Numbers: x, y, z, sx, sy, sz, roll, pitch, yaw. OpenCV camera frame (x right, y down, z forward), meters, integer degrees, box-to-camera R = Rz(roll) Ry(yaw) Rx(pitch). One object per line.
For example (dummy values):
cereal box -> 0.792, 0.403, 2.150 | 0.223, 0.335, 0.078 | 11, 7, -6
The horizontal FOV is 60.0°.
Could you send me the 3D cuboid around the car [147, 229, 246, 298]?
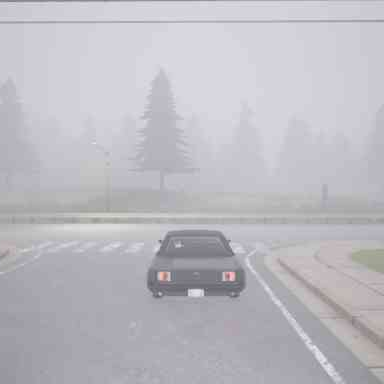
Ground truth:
car -> 0.070, 1.601, 8.444 | 1.895, 1.301, 4.718 | 0, 0, 0
